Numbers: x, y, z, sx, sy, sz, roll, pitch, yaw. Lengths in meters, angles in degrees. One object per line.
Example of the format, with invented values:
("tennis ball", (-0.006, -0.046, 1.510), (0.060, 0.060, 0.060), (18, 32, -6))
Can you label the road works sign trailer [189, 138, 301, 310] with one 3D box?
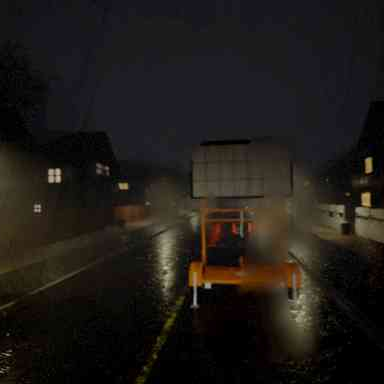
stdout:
("road works sign trailer", (1.199, 0.547, 8.058), (2.380, 3.560, 2.880), (-1, -1, 7))

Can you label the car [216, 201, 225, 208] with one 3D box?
("car", (5.998, 2.654, 70.023), (1.812, 1.442, 4.674), (-1, -1, 7))
